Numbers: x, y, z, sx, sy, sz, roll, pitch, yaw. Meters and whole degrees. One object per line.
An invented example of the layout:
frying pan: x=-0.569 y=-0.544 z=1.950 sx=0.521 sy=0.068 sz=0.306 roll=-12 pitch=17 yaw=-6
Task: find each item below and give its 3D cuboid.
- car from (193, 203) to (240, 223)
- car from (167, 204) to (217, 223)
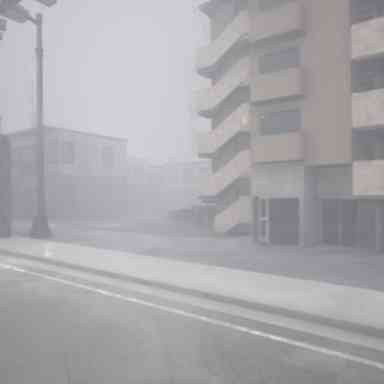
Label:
car: x=2.228 y=1.864 z=30.856 sx=3.988 sy=1.617 sz=1.851 roll=1 pitch=0 yaw=35
car: x=0.398 y=1.855 z=28.476 sx=5.357 sy=1.415 sz=2.033 roll=0 pitch=0 yaw=35
